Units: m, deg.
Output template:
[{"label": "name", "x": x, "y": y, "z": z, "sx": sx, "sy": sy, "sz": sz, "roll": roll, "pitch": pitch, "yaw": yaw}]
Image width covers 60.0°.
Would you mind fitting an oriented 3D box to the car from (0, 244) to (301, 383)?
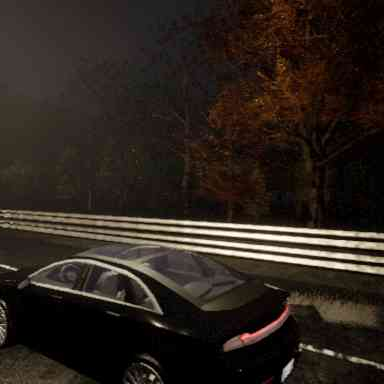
[{"label": "car", "x": -1.052, "y": 1.495, "z": 4.621, "sx": 4.902, "sy": 1.511, "sz": 2.128, "roll": 0, "pitch": 0, "yaw": 36}]
